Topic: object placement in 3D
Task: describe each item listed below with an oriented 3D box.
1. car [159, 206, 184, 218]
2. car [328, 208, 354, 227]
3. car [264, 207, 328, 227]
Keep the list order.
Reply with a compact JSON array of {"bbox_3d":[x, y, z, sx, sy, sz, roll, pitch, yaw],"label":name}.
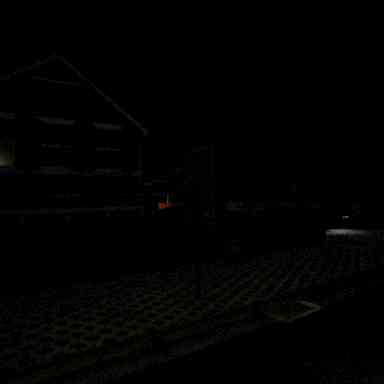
[{"bbox_3d":[-1.292,2.133,32.197,5.008,1.535,1.882,-2,-1,44],"label":"car"},{"bbox_3d":[9.452,1.890,25.714,5.357,1.411,2.033,-2,-1,45],"label":"car"},{"bbox_3d":[6.781,1.889,23.893,1.837,1.490,4.892,-1,-1,-43],"label":"car"}]
